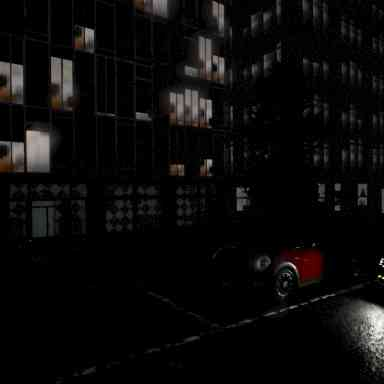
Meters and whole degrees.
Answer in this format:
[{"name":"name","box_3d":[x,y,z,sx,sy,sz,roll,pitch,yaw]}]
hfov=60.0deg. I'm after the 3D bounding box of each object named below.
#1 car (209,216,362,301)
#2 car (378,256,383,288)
[{"name":"car","box_3d":[2.355,1.439,8.234,4.097,1.590,1.967,0,-1,-35]},{"name":"car","box_3d":[6.256,1.503,7.820,4.892,1.490,1.837,0,0,-35]}]
